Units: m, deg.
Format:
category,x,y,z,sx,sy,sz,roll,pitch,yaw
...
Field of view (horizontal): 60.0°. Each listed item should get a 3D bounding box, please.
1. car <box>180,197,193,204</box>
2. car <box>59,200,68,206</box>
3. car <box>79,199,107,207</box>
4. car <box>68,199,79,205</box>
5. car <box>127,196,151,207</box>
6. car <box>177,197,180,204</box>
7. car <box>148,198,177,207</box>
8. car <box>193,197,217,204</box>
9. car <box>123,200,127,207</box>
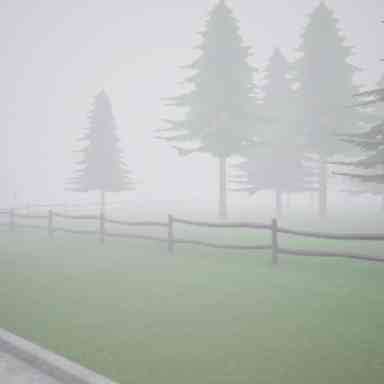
category,x,y,z,sx,sy,sz,roll,pitch,yaw
car,0.312,1.878,72.427,1.882,1.535,5.008,-1,0,36
car,-24.834,2.202,69.106,2.033,1.411,5.357,-1,0,35
car,-19.001,2.089,65.244,2.128,1.511,4.902,-1,0,35
car,-22.001,2.177,67.050,1.994,1.385,4.181,-1,0,35
car,-8.478,1.684,60.205,2.150,2.045,5.566,-1,0,35
car,-2.509,1.916,74.499,1.882,1.535,5.008,-1,0,36
car,-5.122,1.985,58.866,1.994,1.385,4.181,-1,0,36
car,3.133,1.901,70.354,2.033,1.411,5.357,-1,0,36
car,-10.797,1.990,62.961,2.128,1.511,4.902,-1,0,36
